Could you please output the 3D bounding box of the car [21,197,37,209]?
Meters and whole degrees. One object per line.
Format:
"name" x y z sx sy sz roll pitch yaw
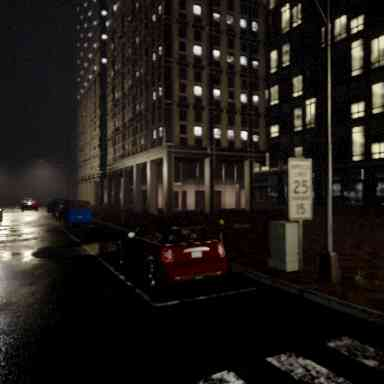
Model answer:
"car" -25.568 1.704 52.050 2.097 1.767 4.553 0 0 -27

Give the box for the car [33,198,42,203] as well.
"car" -39.449 2.150 84.786 1.947 1.339 4.313 0 0 -27

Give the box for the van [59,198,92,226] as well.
"van" -8.512 1.480 24.478 1.690 1.788 3.998 0 0 -27

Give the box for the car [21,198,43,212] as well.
"car" -20.849 1.777 42.852 2.128 1.511 4.902 0 0 -27

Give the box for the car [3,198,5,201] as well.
"car" -44.250 2.097 75.784 1.752 1.417 4.829 0 0 -27

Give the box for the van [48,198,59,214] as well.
"van" -13.668 1.550 34.530 1.690 1.788 3.998 0 0 -27

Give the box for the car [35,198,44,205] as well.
"car" -34.293 2.086 74.734 1.802 1.307 4.206 0 0 -27

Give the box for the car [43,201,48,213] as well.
"car" -16.246 1.810 39.555 1.947 1.339 4.313 0 0 -27

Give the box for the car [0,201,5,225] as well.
"car" -15.411 1.687 25.261 1.837 1.490 4.892 0 0 -27

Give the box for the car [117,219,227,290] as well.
"car" -0.776 1.478 9.401 1.967 1.590 4.097 0 0 -27

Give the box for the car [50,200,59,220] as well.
"car" -11.089 1.724 29.503 2.008 1.369 4.403 0 0 -27

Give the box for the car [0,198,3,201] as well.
"car" -39.171 2.046 65.884 2.008 1.369 4.403 0 0 -27
